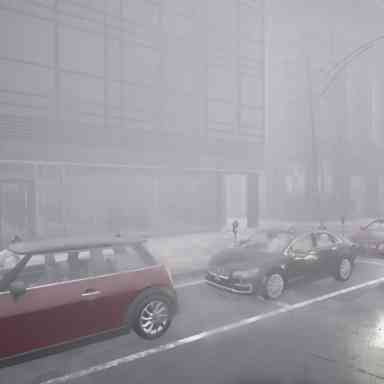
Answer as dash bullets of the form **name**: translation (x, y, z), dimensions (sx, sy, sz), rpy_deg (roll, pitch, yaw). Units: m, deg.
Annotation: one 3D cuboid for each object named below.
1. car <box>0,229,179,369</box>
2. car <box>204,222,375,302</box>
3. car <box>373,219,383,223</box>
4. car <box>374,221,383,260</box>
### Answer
- **car**: translation (-2.298, 1.440, 4.901), dimensions (4.097, 1.590, 1.967), rpy_deg (0, 0, -35)
- **car**: translation (2.308, 1.550, 8.171), dimensions (4.403, 1.369, 2.008), rpy_deg (0, 0, -35)
- **car**: translation (6.913, 1.580, 11.441), dimensions (4.206, 1.307, 1.802), rpy_deg (0, 0, -35)
- **car**: translation (6.533, 1.476, 7.893), dimensions (5.008, 1.535, 1.882), rpy_deg (0, 0, -35)
